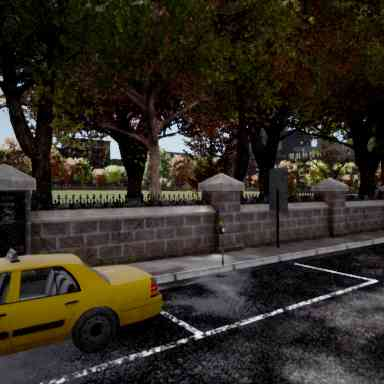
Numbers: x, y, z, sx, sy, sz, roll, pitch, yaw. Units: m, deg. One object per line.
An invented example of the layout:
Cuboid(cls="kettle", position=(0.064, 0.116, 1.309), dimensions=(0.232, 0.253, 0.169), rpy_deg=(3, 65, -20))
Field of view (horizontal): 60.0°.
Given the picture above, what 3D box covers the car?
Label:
Cuboid(cls="car", position=(-2.768, 1.525, 4.585), dimensions=(4.829, 1.417, 1.752), rpy_deg=(0, 0, -35))
